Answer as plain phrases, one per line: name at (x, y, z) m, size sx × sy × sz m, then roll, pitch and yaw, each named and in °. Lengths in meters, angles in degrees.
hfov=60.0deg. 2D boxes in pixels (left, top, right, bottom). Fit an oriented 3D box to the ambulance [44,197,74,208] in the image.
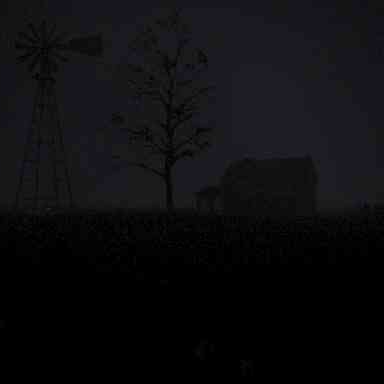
ambulance at (-29.726, 2.441, 74.615) m, size 2.351 × 2.431 × 6.366 m, roll 0°, pitch -1°, yaw 35°
